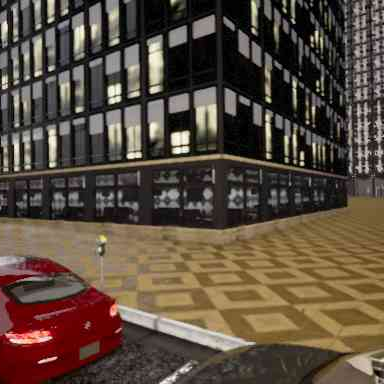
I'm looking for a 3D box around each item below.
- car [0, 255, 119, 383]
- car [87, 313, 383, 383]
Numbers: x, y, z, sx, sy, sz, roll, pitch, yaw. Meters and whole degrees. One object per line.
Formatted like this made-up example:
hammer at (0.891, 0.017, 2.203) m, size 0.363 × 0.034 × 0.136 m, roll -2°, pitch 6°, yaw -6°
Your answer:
car at (-2.825, 1.607, 4.887) m, size 4.206 × 1.307 × 1.802 m, roll 0°, pitch -1°, yaw 35°
car at (1.723, 1.549, 1.659) m, size 4.403 × 1.369 × 2.008 m, roll 0°, pitch -1°, yaw 35°
